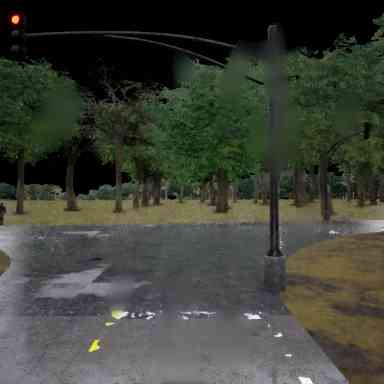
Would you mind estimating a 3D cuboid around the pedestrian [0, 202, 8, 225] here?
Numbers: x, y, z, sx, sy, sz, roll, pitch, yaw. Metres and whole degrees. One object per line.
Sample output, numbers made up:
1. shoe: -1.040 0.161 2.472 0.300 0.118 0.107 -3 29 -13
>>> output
1. pedestrian: -15.242 1.718 26.758 0.375 1.860 0.375 0 -1 0
